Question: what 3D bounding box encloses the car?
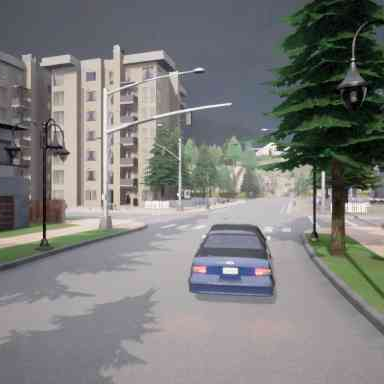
[{"bbox_3d":[1.133,1.547,8.810,2.033,1.411,5.357,0,0,9],"label":"car"}]
